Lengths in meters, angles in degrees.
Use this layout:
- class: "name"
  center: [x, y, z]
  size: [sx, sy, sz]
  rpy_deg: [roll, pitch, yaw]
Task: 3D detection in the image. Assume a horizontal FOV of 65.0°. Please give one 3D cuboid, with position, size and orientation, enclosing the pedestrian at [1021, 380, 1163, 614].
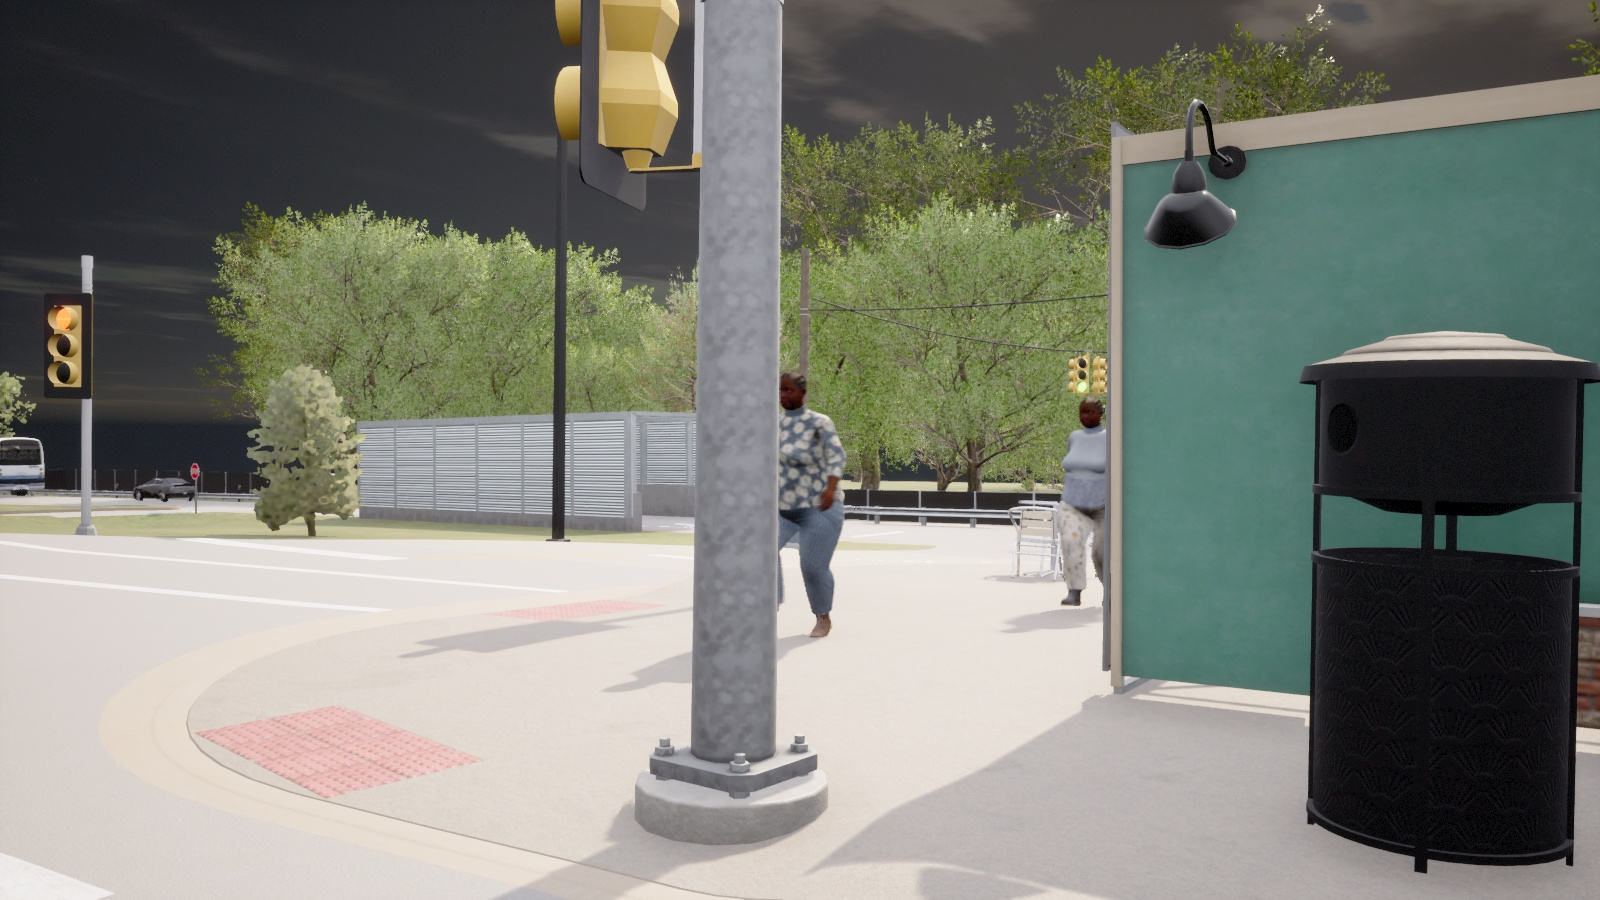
- class: "pedestrian"
  center: [2.465, 0.364, 10.576]
  size: [0.874, 1.855, 0.900]
  rpy_deg: [0, 1, 37]

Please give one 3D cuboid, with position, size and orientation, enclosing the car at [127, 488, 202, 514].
- class: "car"
  center: [-40.249, 3.198, 79.535]
  size: [4.902, 1.511, 2.128]
  rpy_deg: [-1, 0, 34]

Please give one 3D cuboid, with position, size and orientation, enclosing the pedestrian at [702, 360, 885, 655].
- class: "pedestrian"
  center: [-0.033, 0.354, 8.505]
  size: [0.874, 1.855, 0.900]
  rpy_deg: [0, 1, 34]
